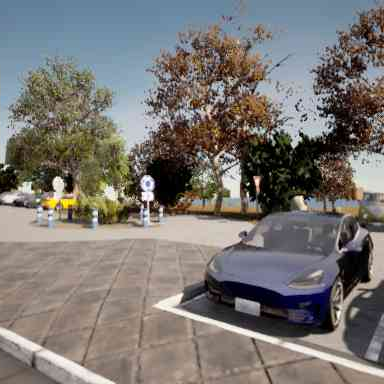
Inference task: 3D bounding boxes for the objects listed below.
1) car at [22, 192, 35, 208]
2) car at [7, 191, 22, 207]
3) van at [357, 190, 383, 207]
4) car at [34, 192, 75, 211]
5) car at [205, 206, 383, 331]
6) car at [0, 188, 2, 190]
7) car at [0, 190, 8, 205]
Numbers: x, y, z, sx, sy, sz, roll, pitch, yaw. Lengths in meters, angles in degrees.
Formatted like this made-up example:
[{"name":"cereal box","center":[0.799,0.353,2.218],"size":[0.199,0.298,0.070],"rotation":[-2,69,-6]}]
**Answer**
[{"name":"car","center":[-14.508,0.788,34.378],"size":[2.185,1.767,4.553],"rotation":[2,1,36]},{"name":"car","center":[-16.687,0.856,35.886],"size":[2.163,1.488,4.792],"rotation":[2,1,36]},{"name":"van","center":[9.727,0.878,16.913],"size":[1.878,1.987,4.442],"rotation":[2,2,36]},{"name":"car","center":[-12.291,1.003,32.724],"size":[2.097,1.535,5.008],"rotation":[2,1,36]},{"name":"car","center":[2.152,1.138,6.369],"size":[2.163,1.488,4.792],"rotation":[2,1,36]},{"name":"car","center":[-21.259,0.643,39.012],"size":[1.946,1.575,5.366],"rotation":[2,1,36]},{"name":"car","center":[-18.912,0.777,37.534],"size":[2.002,1.452,4.674],"rotation":[2,1,36]}]
